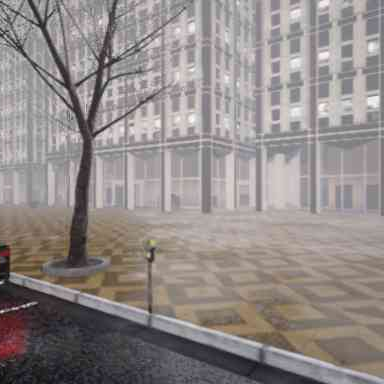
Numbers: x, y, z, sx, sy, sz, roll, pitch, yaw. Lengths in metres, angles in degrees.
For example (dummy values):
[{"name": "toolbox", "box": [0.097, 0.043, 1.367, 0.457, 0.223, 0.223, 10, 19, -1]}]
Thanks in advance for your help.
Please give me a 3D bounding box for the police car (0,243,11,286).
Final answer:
[{"name": "police car", "box": [-6.346, 1.397, 7.949, 5.238, 1.638, 1.930, 0, 0, 36]}]
